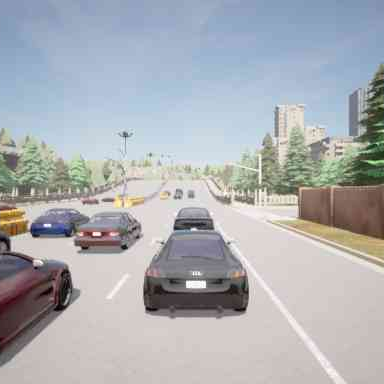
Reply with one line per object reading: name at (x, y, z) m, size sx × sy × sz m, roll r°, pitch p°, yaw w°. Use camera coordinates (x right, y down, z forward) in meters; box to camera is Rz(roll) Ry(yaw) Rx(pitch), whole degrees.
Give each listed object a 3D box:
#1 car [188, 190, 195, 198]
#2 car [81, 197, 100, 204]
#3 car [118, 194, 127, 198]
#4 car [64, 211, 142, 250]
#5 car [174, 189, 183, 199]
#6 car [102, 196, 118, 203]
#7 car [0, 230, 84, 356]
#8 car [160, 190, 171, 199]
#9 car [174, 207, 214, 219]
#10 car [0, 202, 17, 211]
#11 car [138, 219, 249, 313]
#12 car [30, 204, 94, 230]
car at (-0.218, 0.839, 90.060) m, size 1.837 × 1.490 × 4.892 m, roll 0°, pitch 4°, yaw 0°
car at (-17.638, 1.601, 57.819) m, size 1.895 × 1.301 × 4.718 m, roll 0°, pitch 0°, yaw 0°
car at (-17.679, 1.224, 84.099) m, size 2.033 × 1.411 × 5.357 m, roll 0°, pitch 2°, yaw 0°
car at (-3.409, 1.547, 14.371) m, size 2.033 × 1.411 × 5.357 m, roll 0°, pitch 0°, yaw 0°
car at (-3.697, 0.903, 86.888) m, size 2.097 × 1.767 × 4.553 m, roll 0°, pitch 3°, yaw 0°
car at (-17.589, 1.594, 70.199) m, size 1.895 × 1.301 × 4.718 m, roll 0°, pitch 0°, yaw 0°
car at (-3.410, 1.564, 5.131) m, size 1.994 × 1.385 × 4.181 m, roll 0°, pitch 0°, yaw 0°
car at (-7.198, 1.024, 86.902) m, size 1.882 × 1.535 × 5.008 m, roll 0°, pitch 3°, yaw 0°
car at (0.084, 1.478, 16.730) m, size 1.882 × 1.535 × 5.008 m, roll 0°, pitch 0°, yaw 0°
car at (-17.630, 1.601, 29.411) m, size 1.895 × 1.301 × 4.718 m, roll 0°, pitch 0°, yaw 0°
car at (0.088, 1.564, 7.740) m, size 1.994 × 1.385 × 4.181 m, roll 0°, pitch 0°, yaw 1°
car at (-6.919, 1.564, 17.931) m, size 1.994 × 1.385 × 4.181 m, roll 0°, pitch 0°, yaw 0°
